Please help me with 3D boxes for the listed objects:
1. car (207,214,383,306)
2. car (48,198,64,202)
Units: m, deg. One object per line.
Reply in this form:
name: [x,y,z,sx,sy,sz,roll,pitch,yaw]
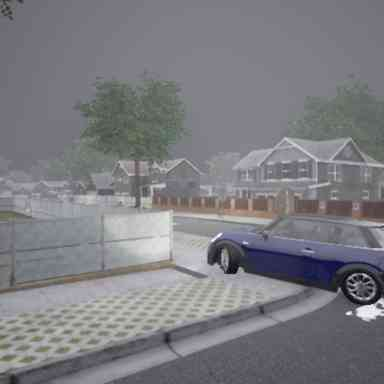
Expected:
car: [2.633,1.313,8.250,4.553,1.767,2.097,4,2,36]
car: [-19.081,1.576,46.532,2.128,1.511,4.902,0,0,-36]
